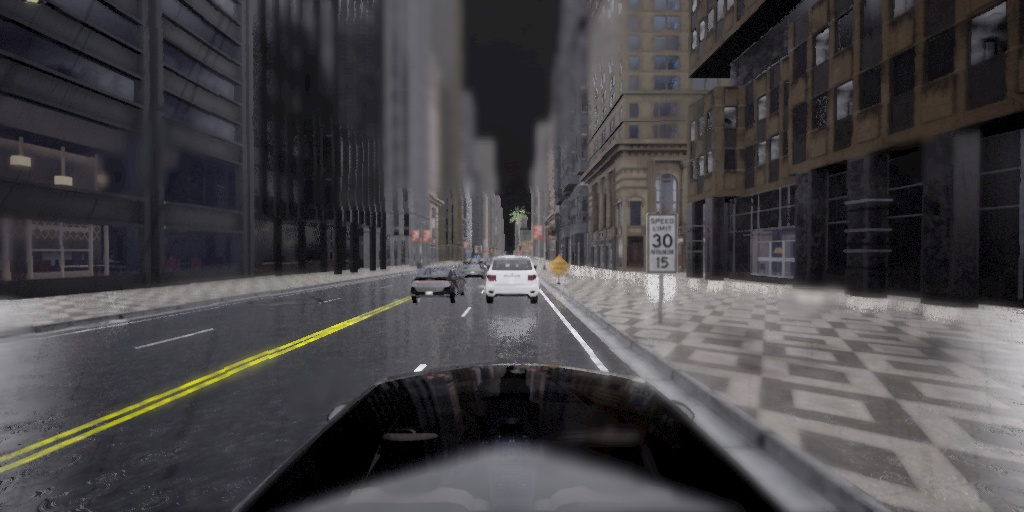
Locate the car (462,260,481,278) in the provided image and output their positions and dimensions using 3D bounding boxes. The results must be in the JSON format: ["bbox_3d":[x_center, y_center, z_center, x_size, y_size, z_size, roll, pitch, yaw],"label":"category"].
[{"bbox_3d":[-3.250,1.313,31.502,1.994,1.385,4.181,0,0,0],"label":"car"}]

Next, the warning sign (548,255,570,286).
[{"bbox_3d":[2.849,0.858,21.854,1.300,1.860,1.060,0,0,0],"label":"warning sign"}]

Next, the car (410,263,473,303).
[{"bbox_3d":[-3.250,1.241,16.501,2.128,1.511,4.902,0,0,0],"label":"car"}]

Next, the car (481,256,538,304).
[{"bbox_3d":[0.000,1.003,16.530,2.150,2.045,5.566,0,0,0],"label":"car"}]
